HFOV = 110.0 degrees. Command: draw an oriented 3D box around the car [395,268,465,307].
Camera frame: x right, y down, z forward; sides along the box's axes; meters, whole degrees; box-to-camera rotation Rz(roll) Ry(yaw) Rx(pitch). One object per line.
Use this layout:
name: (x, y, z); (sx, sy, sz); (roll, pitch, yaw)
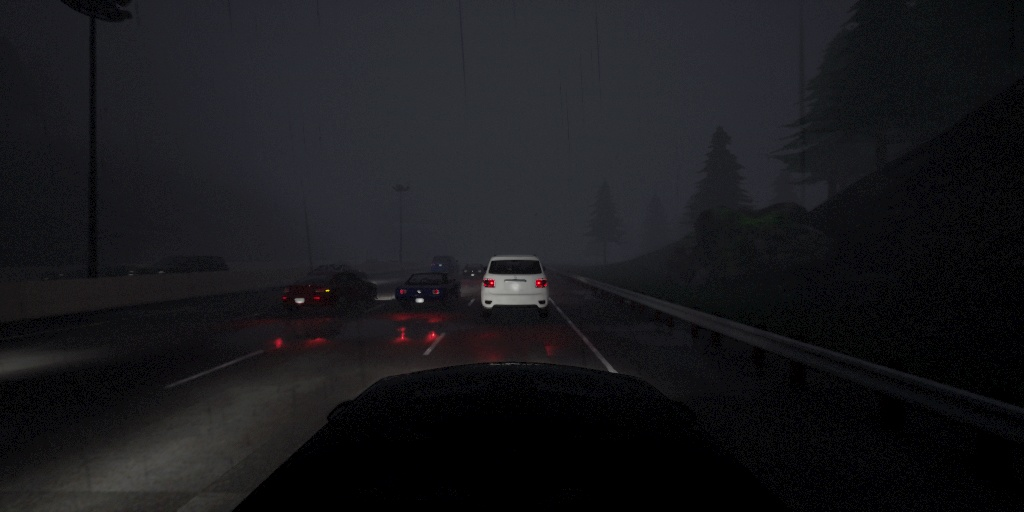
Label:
car: (-3.401, 1.355, 15.482); (1.895, 1.301, 4.718); (0, 0, 0)

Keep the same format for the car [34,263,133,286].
car: (-31.597, 1.284, 26.690); (1.812, 1.442, 4.674); (0, 0, 0)

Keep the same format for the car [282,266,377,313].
car: (-6.901, 1.279, 13.968); (1.812, 1.442, 4.674); (0, 0, 0)

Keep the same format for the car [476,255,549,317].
car: (0.100, 0.975, 13.262); (2.150, 2.045, 5.566); (0, 0, 0)

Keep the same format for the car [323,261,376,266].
car: (-10.402, 1.248, 21.661); (2.128, 1.511, 4.902); (0, 0, 0)

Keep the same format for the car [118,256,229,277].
car: (-21.101, 0.981, 23.088); (2.150, 2.045, 5.566); (0, 0, 0)

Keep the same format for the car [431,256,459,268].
car: (-6.903, 0.982, 37.309); (2.150, 2.045, 5.566); (0, 0, 0)

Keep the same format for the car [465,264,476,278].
car: (-3.403, 1.360, 33.377); (1.895, 1.301, 4.718); (0, 0, 0)

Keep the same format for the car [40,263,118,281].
car: (-24.602, 1.304, 22.216); (2.033, 1.411, 5.357); (0, 0, 0)
